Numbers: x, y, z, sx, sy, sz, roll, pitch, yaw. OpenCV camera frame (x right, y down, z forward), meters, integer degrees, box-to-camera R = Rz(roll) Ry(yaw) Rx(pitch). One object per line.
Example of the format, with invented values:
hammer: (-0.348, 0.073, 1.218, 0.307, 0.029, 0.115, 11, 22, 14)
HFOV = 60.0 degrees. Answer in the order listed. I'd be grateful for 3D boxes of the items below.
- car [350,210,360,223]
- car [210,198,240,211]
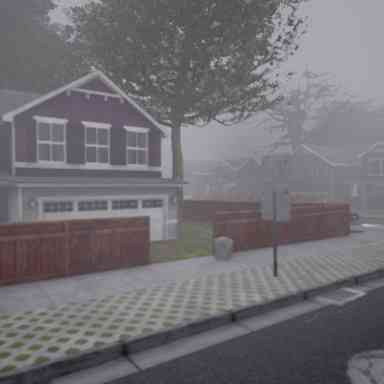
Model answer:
car: (9.531, 1.458, 23.521, 1.994, 1.385, 4.181, -1, 1, -36)
car: (3.218, 1.356, 32.185, 1.837, 1.490, 4.892, -1, 1, -36)
